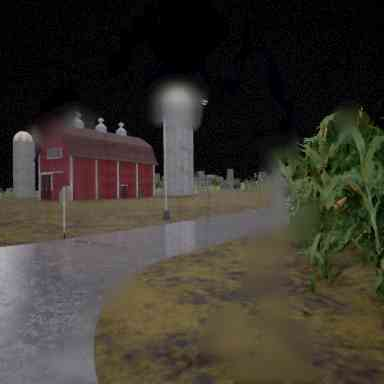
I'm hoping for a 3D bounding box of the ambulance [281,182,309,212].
[{"bbox_3d":[9.660,0.408,27.871,2.351,2.431,6.366,-1,1,36],"label":"ambulance"}]
